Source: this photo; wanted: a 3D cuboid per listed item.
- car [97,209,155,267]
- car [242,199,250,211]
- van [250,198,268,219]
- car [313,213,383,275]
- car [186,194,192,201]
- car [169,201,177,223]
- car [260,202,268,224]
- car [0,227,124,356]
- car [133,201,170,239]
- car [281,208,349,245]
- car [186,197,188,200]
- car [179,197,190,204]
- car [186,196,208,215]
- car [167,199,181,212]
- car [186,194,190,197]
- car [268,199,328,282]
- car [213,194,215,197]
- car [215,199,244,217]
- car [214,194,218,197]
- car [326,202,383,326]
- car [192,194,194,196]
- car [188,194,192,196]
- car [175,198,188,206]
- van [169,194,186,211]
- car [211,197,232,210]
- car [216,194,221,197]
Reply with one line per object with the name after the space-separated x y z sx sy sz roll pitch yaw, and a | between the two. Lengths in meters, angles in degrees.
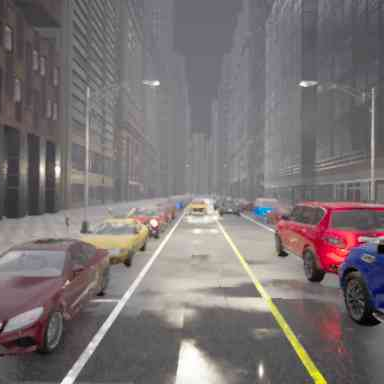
-2.567 1.518 11.476 1.752 1.417 4.829 1 0 1 | car
6.518 1.694 39.490 1.887 1.381 4.507 1 0 1 | car
6.297 1.466 28.287 1.690 1.788 3.998 1 0 1 | van
5.963 1.615 11.654 1.752 1.417 4.829 1 0 1 | car
-0.887 1.525 95.550 1.690 1.788 3.998 1 0 1 | car
-2.341 1.562 22.847 1.887 1.381 4.507 1 0 1 | car
6.182 1.658 22.686 1.887 1.381 4.507 1 0 1 | car
-2.677 1.563 6.045 1.802 1.307 4.206 1 0 1 | car
-2.451 1.445 17.247 1.967 1.590 4.097 1 0 1 | car
6.071 1.646 17.085 1.887 1.381 4.507 1 0 1 | car
-1.894 1.647 45.250 1.802 1.307 4.206 1 0 1 | car
-1.447 1.679 67.653 1.947 1.339 4.313 1 0 1 | car
0.665 1.552 35.134 1.882 1.535 5.008 1 0 1 | car
-2.229 1.574 28.449 1.887 1.381 4.507 1 0 1 | car
-1.780 1.517 50.851 1.967 1.590 4.097 1 0 1 | car
4.068 1.290 10.029 2.150 2.045 5.566 1 0 1 | car
7.524 1.814 89.898 2.008 1.369 4.403 1 0 1 | car
3.676 1.669 33.280 1.994 1.385 4.181 1 0 2 | car
7.412 1.815 84.297 1.947 1.339 4.313 1 0 1 | car
3.868 1.275 4.023 2.150 2.045 5.566 1 0 0 | car
-1.331 1.441 73.254 2.192 1.841 5.009 1 0 1 | car
-1.556 1.541 62.052 1.967 1.590 4.097 1 0 1 | car
-1.670 1.655 56.452 1.947 1.339 4.313 1 0 1 | car
-2.002 1.394 39.651 1.690 1.788 3.998 1 0 1 | van
3.864 1.693 44.590 1.994 1.385 4.181 1 0 1 | car
7.300 1.801 78.696 1.947 1.339 4.313 1 0 1 | car
